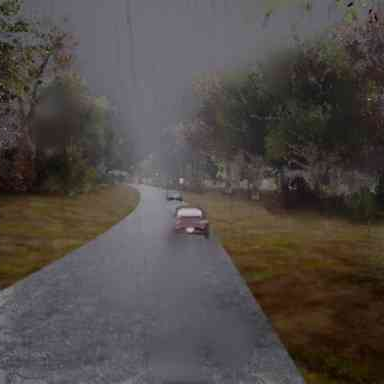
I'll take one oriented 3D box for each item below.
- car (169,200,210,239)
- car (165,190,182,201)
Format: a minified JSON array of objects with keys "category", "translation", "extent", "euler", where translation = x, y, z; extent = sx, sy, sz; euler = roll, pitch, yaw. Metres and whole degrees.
[{"category":"car","translation":[-0.169,1.386,16.467],"extent":[1.812,1.442,4.674],"euler":[0,1,-2]},{"category":"car","translation":[-2.388,0.363,42.584],"extent":[1.994,1.385,4.181],"euler":[1,4,-8]}]
